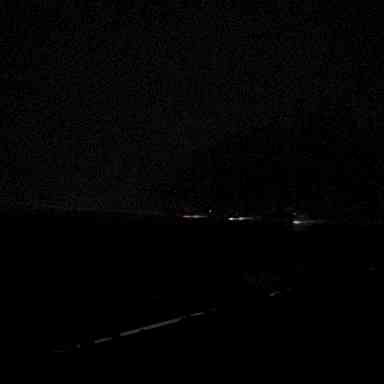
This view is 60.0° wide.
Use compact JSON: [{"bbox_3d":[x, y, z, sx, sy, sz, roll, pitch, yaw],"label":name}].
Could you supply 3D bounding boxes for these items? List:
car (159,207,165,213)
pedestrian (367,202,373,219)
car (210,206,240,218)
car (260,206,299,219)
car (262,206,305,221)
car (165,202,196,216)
[{"bbox_3d":[-4.488,3.387,63.861,1.895,1.301,4.718,1,-2,-33],"label":"car"},{"bbox_3d":[18.892,1.915,35.268,0.375,1.860,0.375,-2,1,-33],"label":"pedestrian"},{"bbox_3d":[4.253,2.579,43.755,1.837,1.490,4.892,1,-2,-33],"label":"car"},{"bbox_3d":[10.645,2.428,40.745,1.812,1.442,4.674,1,-2,-33],"label":"car"},{"bbox_3d":[9.774,2.257,35.319,1.812,1.442,4.674,1,-2,-33],"label":"car"},{"bbox_3d":[-1.606,2.642,52.736,2.150,2.045,5.566,1,-2,-33],"label":"car"}]
